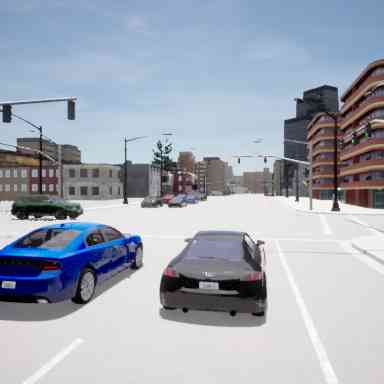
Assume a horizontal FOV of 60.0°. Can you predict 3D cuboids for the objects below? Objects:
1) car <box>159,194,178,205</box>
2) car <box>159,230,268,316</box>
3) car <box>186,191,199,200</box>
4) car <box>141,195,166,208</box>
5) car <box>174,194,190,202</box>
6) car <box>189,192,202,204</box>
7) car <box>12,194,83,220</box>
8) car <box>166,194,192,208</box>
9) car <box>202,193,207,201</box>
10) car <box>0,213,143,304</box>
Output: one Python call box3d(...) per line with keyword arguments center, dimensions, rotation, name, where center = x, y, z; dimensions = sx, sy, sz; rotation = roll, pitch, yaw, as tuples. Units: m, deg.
box3d(center=(-3.795, 1.226, 55.468), dimensions=(1.882, 1.535, 5.008), rotation=(0, 1, 11), name="car")
box3d(center=(0.690, 1.564, 7.630), dimensions=(1.994, 1.385, 4.181), rotation=(0, 0, 12), name="car")
box3d(center=(0.054, 0.752, 74.923), dimensions=(2.097, 1.767, 4.553), rotation=(0, 1, 11), name="car")
box3d(center=(-5.557, 1.230, 46.502), dimensions=(2.097, 1.767, 4.553), rotation=(0, 1, 11), name="car")
box3d(center=(-1.889, 1.125, 65.119), dimensions=(2.033, 1.411, 5.357), rotation=(0, 1, 11), name="car")
box3d(center=(-0.087, 1.249, 56.284), dimensions=(1.812, 1.442, 4.674), rotation=(0, 1, 11), name="car")
box3d(center=(-11.693, 1.213, 26.918), dimensions=(5.566, 2.045, 2.150), rotation=(0, 0, 10), name="car")
box3d(center=(-1.921, 1.409, 46.879), dimensions=(2.033, 1.411, 5.357), rotation=(0, 1, 11), name="car")
box3d(center=(1.872, 1.052, 66.107), dimensions=(1.837, 1.490, 4.892), rotation=(0, 1, 12), name="car")
box3d(center=(-2.747, 1.478, 8.276), dimensions=(1.882, 1.535, 5.008), rotation=(0, 0, 11), name="car")
